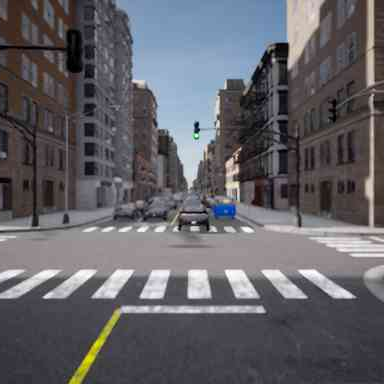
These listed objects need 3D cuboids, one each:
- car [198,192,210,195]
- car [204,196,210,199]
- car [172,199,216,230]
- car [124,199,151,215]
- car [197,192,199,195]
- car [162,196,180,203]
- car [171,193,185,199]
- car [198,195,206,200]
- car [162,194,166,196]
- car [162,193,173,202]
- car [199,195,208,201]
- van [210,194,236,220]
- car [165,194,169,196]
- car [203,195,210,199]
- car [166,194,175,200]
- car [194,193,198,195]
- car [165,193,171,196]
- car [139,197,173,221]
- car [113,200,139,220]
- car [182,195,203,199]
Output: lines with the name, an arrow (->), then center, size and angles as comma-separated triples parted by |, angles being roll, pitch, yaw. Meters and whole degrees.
car -> 2.646, 1.219, 56.137 | 2.192, 1.841, 5.009 | 0, 0, 0
car -> 2.643, 1.520, 39.093 | 1.802, 1.307, 4.206 | 0, 0, 0
car -> 0.107, 1.462, 20.716 | 2.128, 1.511, 4.902 | 0, 0, 0
car -> -5.383, 1.492, 33.404 | 1.887, 1.381, 4.507 | 0, 0, 0
car -> 2.647, 1.318, 67.499 | 1.967, 1.590, 4.097 | 0, 0, 0
car -> -2.826, 1.498, 40.929 | 1.994, 1.385, 4.181 | 0, 0, 0
car -> -2.733, 1.410, 64.650 | 1.812, 1.442, 4.674 | 0, 0, -1
car -> 2.650, 1.392, 90.224 | 1.947, 1.339, 4.313 | 0, 0, 0
car -> -5.381, 1.442, 50.280 | 1.752, 1.417, 4.829 | 0, 0, 0
car -> -5.377, 1.180, 73.177 | 2.192, 1.841, 5.009 | 0, 0, 0
car -> 2.648, 1.403, 78.862 | 2.008, 1.369, 4.403 | 0, 0, 0
van -> 2.641, 1.297, 27.730 | 1.690, 1.788, 3.998 | 0, 0, 0
car -> -5.380, 1.470, 56.132 | 1.947, 1.339, 4.313 | 0, 0, 0
car -> 2.645, 1.499, 50.456 | 1.802, 1.307, 4.206 | 0, 0, 0
car -> -5.376, 1.279, 84.541 | 1.967, 1.590, 4.097 | 0, 0, 0
car -> 0.009, 1.475, 68.306 | 1.895, 1.301, 4.718 | 0, 0, 0
car -> -5.378, 1.444, 67.496 | 1.947, 1.339, 4.313 | 0, 0, 0
car -> -2.815, 1.461, 26.827 | 1.837, 1.490, 4.892 | 0, 1, -1
car -> -5.384, 1.507, 27.723 | 2.008, 1.369, 4.403 | 0, 0, 0
car -> 0.104, 1.474, 45.045 | 2.033, 1.411, 5.357 | 0, 0, 0
